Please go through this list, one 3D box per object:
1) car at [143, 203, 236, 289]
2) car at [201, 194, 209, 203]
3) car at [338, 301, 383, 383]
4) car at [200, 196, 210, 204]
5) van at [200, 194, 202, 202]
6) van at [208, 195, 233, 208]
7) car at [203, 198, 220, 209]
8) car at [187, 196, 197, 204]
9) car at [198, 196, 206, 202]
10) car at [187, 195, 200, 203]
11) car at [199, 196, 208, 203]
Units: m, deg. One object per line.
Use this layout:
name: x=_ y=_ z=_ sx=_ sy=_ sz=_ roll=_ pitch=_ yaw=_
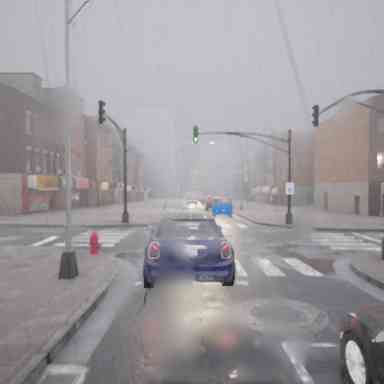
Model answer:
car: x=-0.191 y=1.342 z=9.312 sx=2.097 sy=1.767 sz=4.553 roll=0 pitch=0 yaw=-4
car: x=2.608 y=1.292 z=39.934 sx=2.192 sy=1.841 sz=5.009 roll=-1 pitch=0 yaw=0
car: x=2.625 y=1.544 z=2.394 sx=2.008 sy=1.369 sz=4.403 roll=-1 pitch=0 yaw=0
car: x=2.606 y=1.619 z=66.384 sx=1.887 sy=1.381 sz=4.507 roll=-1 pitch=0 yaw=0
van: x=2.604 y=1.366 z=55.805 sx=1.690 sy=1.788 sz=3.998 roll=-1 pitch=0 yaw=0
van: x=2.612 y=1.305 z=29.352 sx=1.690 sy=1.788 sz=3.998 roll=-1 pitch=0 yaw=0
car: x=2.612 y=1.541 z=45.223 sx=2.008 sy=1.369 sz=4.403 roll=-1 pitch=0 yaw=0
car: x=-0.014 y=1.621 z=70.199 sx=2.128 sy=1.511 sz=4.902 roll=0 pitch=0 yaw=0
car: x=2.599 y=1.761 z=87.546 sx=1.887 sy=1.381 sz=4.507 roll=-2 pitch=-1 yaw=0
car: x=-0.010 y=1.645 z=60.232 sx=1.895 sy=1.301 sz=4.718 roll=0 pitch=0 yaw=0
car: x=2.604 y=1.720 z=76.964 sx=1.802 sy=1.307 sz=4.206 roll=-2 pitch=0 yaw=0
